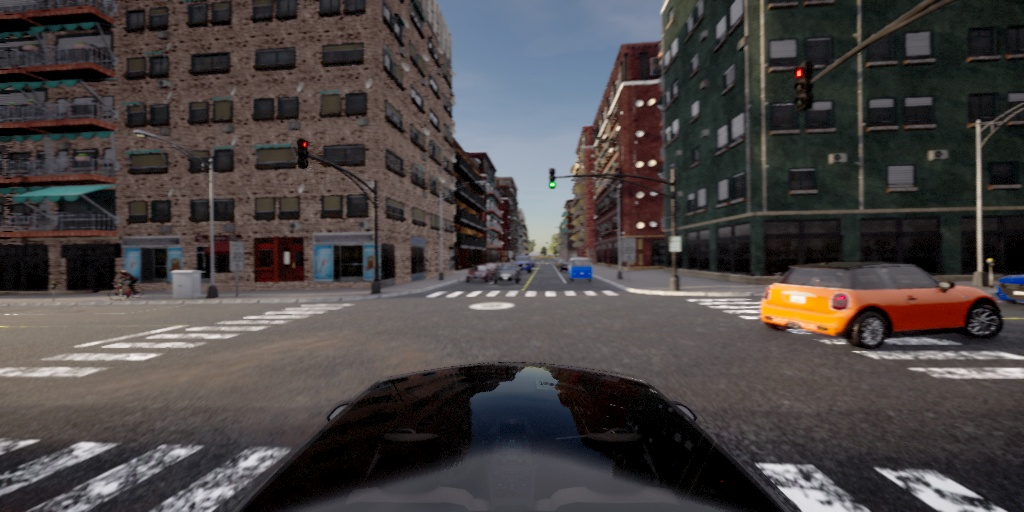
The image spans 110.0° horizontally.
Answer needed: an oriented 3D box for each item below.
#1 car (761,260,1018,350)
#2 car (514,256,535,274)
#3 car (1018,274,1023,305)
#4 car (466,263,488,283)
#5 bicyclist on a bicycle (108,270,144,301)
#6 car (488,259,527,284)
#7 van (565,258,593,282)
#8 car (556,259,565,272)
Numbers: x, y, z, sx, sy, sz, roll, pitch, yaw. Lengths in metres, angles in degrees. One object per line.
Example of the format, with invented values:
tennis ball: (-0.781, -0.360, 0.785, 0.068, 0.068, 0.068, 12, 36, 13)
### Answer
car: (8.270, 0.903, 8.196, 4.553, 1.767, 2.097, -1, 0, -12)
car: (1.202, 0.974, 42.347, 2.150, 2.045, 5.566, -1, 0, 6)
car: (17.951, 0.799, 10.735, 5.008, 1.535, 1.882, -1, 0, 5)
car: (-2.525, 1.376, 28.828, 1.802, 1.307, 4.207, 0, 0, 5)
bicyclist on a bicycle: (-20.946, 1.563, 19.475, 0.582, 1.620, 1.656, -1, 0, 5)
car: (-0.232, 1.256, 27.376, 2.128, 1.511, 4.902, -1, 0, 5)
van: (5.271, 1.037, 27.926, 1.690, 1.789, 3.998, 0, 0, 5)
car: (6.858, 1.248, 44.653, 1.948, 1.339, 4.313, 0, 0, 5)
